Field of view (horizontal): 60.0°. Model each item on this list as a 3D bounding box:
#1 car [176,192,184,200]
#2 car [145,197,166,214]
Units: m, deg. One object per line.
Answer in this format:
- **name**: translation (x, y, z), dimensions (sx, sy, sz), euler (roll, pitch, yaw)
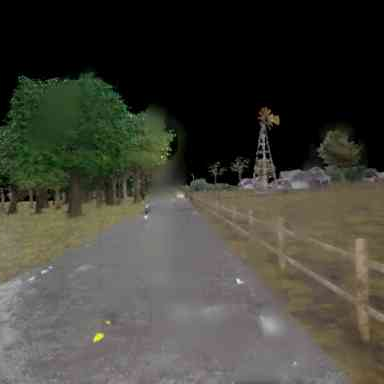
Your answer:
- **car**: translation (-3.329, 1.140, 94.816), dimensions (2.150, 2.045, 5.566), euler (-2, 0, -2)
- **car**: translation (-3.996, 1.415, 36.847), dimensions (2.097, 1.767, 4.553), euler (-2, 0, -2)
